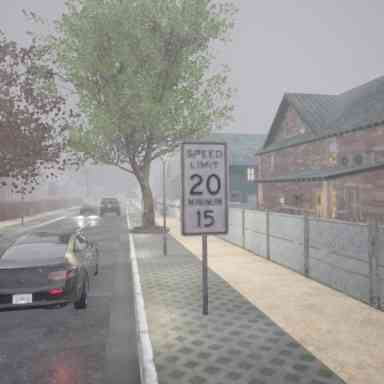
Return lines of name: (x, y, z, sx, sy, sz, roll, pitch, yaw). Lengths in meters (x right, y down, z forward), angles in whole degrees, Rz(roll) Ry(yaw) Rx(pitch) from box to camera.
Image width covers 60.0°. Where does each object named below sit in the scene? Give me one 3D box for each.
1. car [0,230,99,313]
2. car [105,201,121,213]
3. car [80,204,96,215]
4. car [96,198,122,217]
car: (-3.243, 1.615, 7.720, 1.812, 1.442, 4.674, -1, -1, -11)
car: (-11.350, 2.116, 47.932, 2.033, 1.411, 5.357, -1, -1, -11)
car: (-12.889, 2.136, 41.656, 1.895, 1.301, 4.718, -1, -1, -11)
car: (-9.277, 1.671, 37.890, 2.150, 2.045, 5.566, -1, -1, -11)
